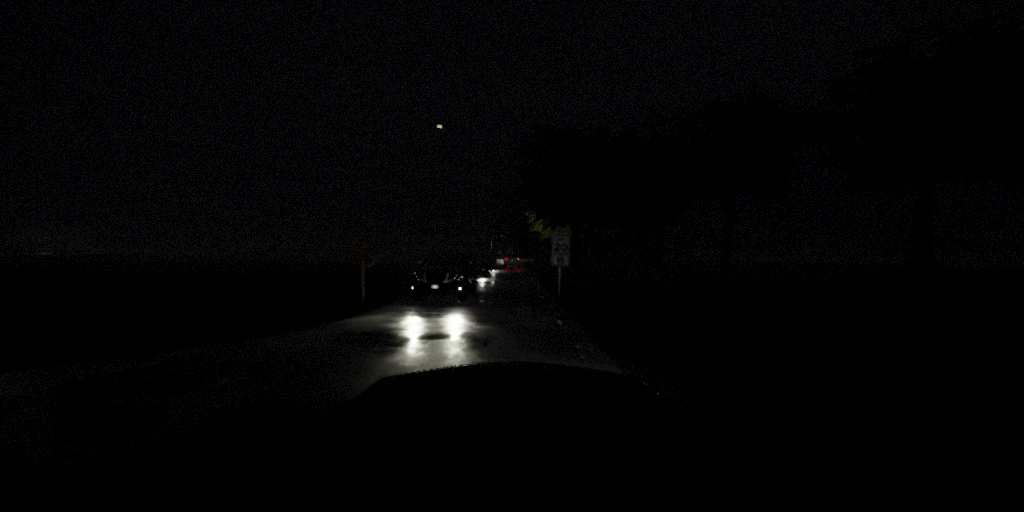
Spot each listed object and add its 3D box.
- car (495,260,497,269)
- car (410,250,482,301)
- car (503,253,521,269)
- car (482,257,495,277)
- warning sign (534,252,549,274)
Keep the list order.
[{"bbox_3d":[-2.819,0.834,43.102,1.837,1.490,4.892,1,0,0],"label":"car"},{"bbox_3d":[-2.852,0.770,16.210,2.150,2.045,5.566,1,1,1],"label":"car"},{"bbox_3d":[0.007,0.565,46.981,2.150,2.045,5.566,1,0,0],"label":"car"},{"bbox_3d":[-2.842,0.968,30.100,2.033,1.411,5.357,1,0,0],"label":"car"},{"bbox_3d":[2.448,0.596,31.124,1.300,1.860,1.060,0,0,0],"label":"warning sign"}]
